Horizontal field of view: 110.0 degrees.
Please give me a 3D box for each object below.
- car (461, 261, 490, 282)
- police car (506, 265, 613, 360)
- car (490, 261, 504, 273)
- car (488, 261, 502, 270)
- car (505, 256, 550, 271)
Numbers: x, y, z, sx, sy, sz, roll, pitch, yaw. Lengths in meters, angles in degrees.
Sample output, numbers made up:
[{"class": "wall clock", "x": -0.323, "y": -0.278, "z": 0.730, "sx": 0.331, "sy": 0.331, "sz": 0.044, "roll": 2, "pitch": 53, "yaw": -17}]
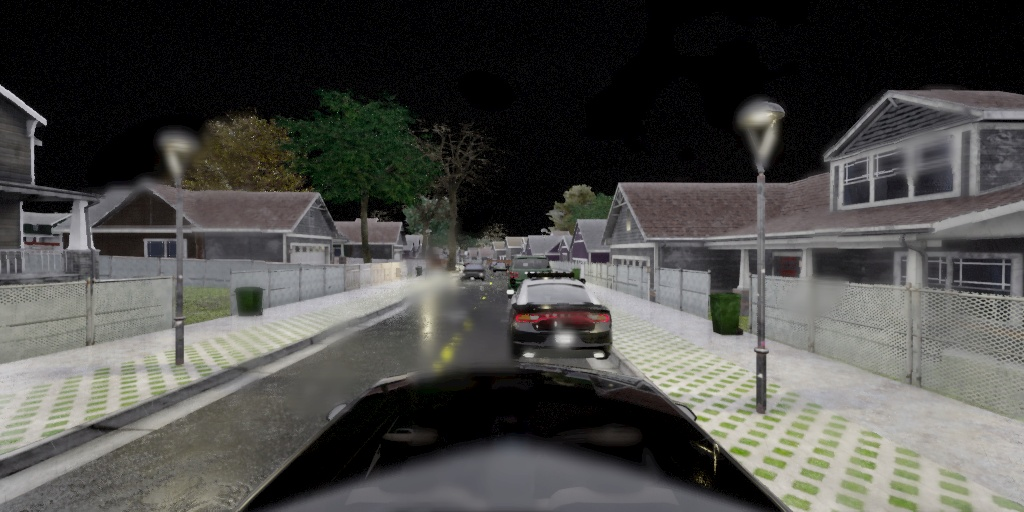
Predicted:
[{"class": "car", "x": -3.136, "y": 1.357, "z": 29.969, "sx": 2.033, "sy": 1.411, "sz": 5.357, "roll": 0, "pitch": 0, "yaw": -3}, {"class": "police car", "x": 0.899, "y": 1.180, "z": 8.505, "sx": 1.930, "sy": 1.638, "sz": 5.238, "roll": 0, "pitch": 0, "yaw": 0}, {"class": "car", "x": -1.507, "y": 1.476, "z": 47.472, "sx": 1.994, "sy": 1.385, "sz": 4.181, "roll": 0, "pitch": 0, "yaw": -4}, {"class": "car", "x": -2.944, "y": 1.595, "z": 61.334, "sx": 2.033, "sy": 1.411, "sz": 5.357, "roll": 0, "pitch": -1, "yaw": -8}, {"class": "car", "x": 0.847, "y": 1.000, "z": 18.479, "sx": 2.150, "sy": 2.045, "sz": 5.566, "roll": 0, "pitch": 0, "yaw": -1}]
